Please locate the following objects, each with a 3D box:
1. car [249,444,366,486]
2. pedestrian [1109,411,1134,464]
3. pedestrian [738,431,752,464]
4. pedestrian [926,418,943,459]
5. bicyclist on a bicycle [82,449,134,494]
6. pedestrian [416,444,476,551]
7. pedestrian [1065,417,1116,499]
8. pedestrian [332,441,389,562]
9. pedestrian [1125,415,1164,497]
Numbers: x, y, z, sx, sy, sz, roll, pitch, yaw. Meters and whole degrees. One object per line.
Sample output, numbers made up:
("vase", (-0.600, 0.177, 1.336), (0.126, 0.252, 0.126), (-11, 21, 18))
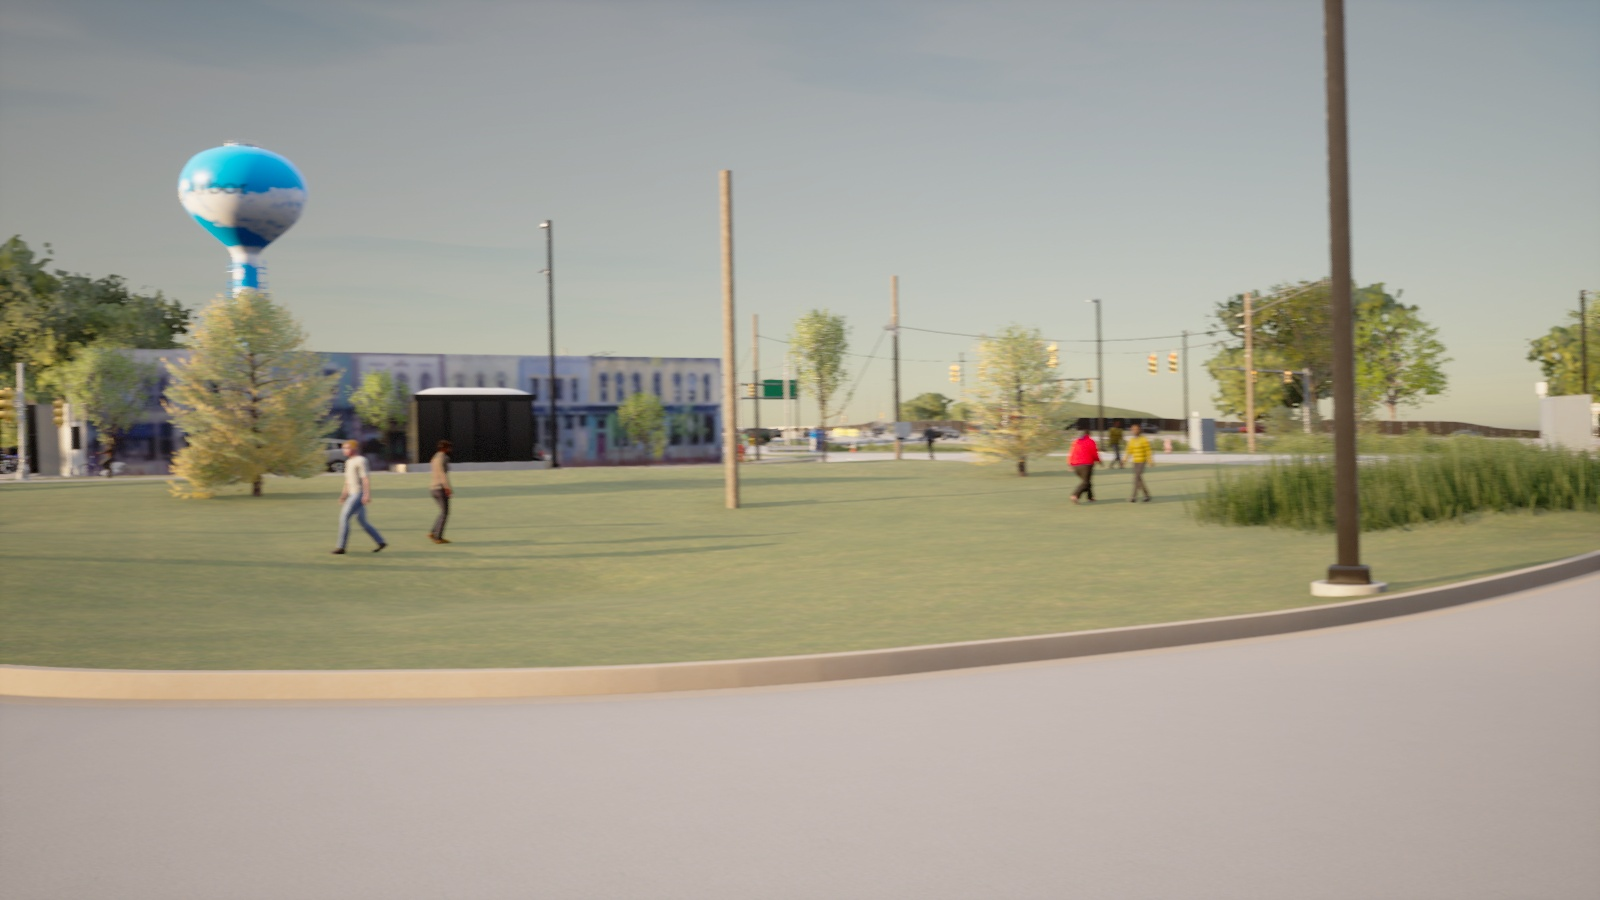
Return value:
("car", (-21.798, 0.652, 55.562), (4.611, 1.667, 2.242), (-2, -1, -26))
("pedestrian", (11.437, -0.435, 44.698), (0.431, 1.840, 0.709), (-2, 0, -22))
("pedestrian", (-3.126, -0.137, 70.900), (0.614, 1.847, 0.353), (-2, 0, -40))
("pedestrian", (6.532, -0.556, 60.948), (0.423, 1.949, 0.788), (-2, 0, -18))
("bicyclist on a bicycle", (-28.714, 0.890, 52.140), (1.843, 1.776, 0.659), (-2, -1, -26))
("pedestrian", (-6.136, 0.816, 21.796), (0.869, 1.805, 0.328), (-2, 0, -36))
("pedestrian", (6.686, 0.187, 28.886), (0.899, 1.844, 0.634), (-2, 0, -38))
("pedestrian", (-6.871, 0.795, 19.619), (0.706, 1.836, 0.354), (-2, 0, -33))
("pedestrian", (7.799, 0.137, 28.445), (0.709, 1.840, 0.431), (-2, 0, -36))
